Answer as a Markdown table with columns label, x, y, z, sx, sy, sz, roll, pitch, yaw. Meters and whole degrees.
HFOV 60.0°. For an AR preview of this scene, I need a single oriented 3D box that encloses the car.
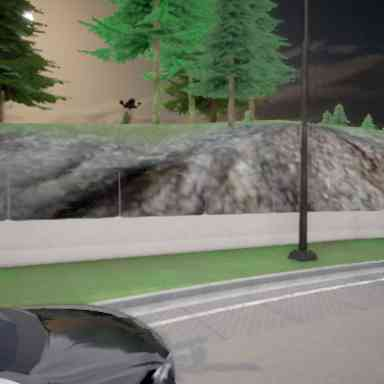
| label | x | y | z | sx | sy | sz | roll | pitch | yaw |
| --- | --- | --- | --- | --- | --- | --- | --- | --- | --- |
| car | -2.341 | 1.455 | 2.073 | 4.902 | 1.511 | 2.128 | 0 | 0 | -36 |
